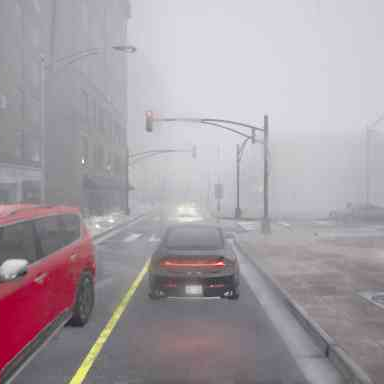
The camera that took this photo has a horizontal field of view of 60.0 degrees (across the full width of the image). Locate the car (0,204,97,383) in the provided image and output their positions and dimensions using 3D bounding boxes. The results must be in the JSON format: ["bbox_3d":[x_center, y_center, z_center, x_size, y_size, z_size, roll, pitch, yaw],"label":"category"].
[{"bbox_3d":[-2.844,1.221,4.075,2.150,2.045,5.566,0,0,0],"label":"car"}]

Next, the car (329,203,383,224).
[{"bbox_3d":[12.067,1.515,23.772,4.181,1.385,1.994,0,0,0],"label":"car"}]

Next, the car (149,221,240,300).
[{"bbox_3d":[0.060,1.505,8.385,1.837,1.490,4.892,0,0,1],"label":"car"}]

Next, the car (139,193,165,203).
[{"bbox_3d":[-8.384,1.294,70.057,5.566,2.045,2.150,0,0,9],"label":"car"}]
